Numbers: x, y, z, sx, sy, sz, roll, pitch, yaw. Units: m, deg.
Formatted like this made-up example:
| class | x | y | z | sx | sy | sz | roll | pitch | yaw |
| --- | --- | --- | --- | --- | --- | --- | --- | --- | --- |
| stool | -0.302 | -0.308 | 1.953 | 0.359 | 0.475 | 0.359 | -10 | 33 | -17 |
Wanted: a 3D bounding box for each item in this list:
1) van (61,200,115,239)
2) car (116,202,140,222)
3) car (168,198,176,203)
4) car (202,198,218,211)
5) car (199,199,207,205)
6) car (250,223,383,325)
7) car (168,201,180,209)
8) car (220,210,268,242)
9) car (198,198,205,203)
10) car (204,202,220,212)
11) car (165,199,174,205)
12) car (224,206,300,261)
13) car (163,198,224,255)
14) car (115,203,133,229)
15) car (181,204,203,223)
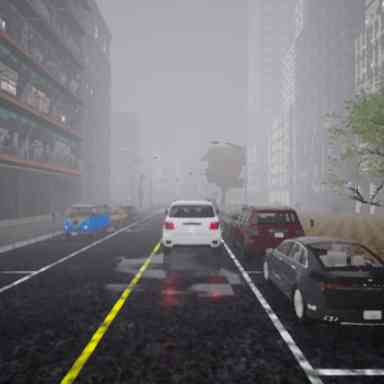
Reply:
| class | x | y | z | sx | sy | sz | roll | pitch | yaw |
| --- | --- | --- | --- | --- | --- | --- | --- | --- | --- |
| van | -5.689 | 1.515 | 18.189 | 1.690 | 1.788 | 3.998 | 0 | -1 | 0 |
| car | -5.690 | 1.849 | 29.233 | 1.947 | 1.339 | 4.313 | 0 | -1 | 0 |
| car | -5.694 | 2.537 | 94.774 | 2.008 | 1.369 | 4.403 | 0 | -1 | 0 |
| car | 2.690 | 1.828 | 51.326 | 2.192 | 1.841 | 5.009 | 0 | -1 | 0 |
| car | 2.687 | 2.406 | 83.709 | 1.887 | 1.381 | 4.507 | 0 | -1 | 0 |
| car | 2.692 | 1.619 | 7.142 | 2.008 | 1.369 | 4.403 | 0 | -1 | 0 |
| car | -3.005 | 2.168 | 56.633 | 1.895 | 1.301 | 4.718 | 0 | -1 | 0 |
| car | 2.692 | 1.740 | 18.187 | 1.947 | 1.339 | 4.313 | 0 | -1 | 0 |
| car | 2.686 | 2.515 | 94.944 | 1.752 | 1.417 | 4.829 | 0 | -1 | 0 |
| car | 2.690 | 2.021 | 45.800 | 1.947 | 1.339 | 4.313 | 0 | -1 | 0 |
| car | -5.693 | 2.412 | 83.709 | 2.008 | 1.369 | 4.403 | 0 | -1 | 0 |
| car | 2.692 | 1.436 | 12.668 | 2.192 | 1.841 | 5.009 | 0 | -1 | 0 |
| car | 0.000 | 1.350 | 14.038 | 2.150 | 2.045 | 5.566 | 0 | 0 | 0 |
| car | -5.690 | 1.752 | 23.540 | 1.752 | 1.417 | 4.829 | 0 | -1 | 0 |
| car | 0.003 | 1.811 | 29.392 | 1.812 | 1.442 | 4.674 | 0 | 0 | 0 |
